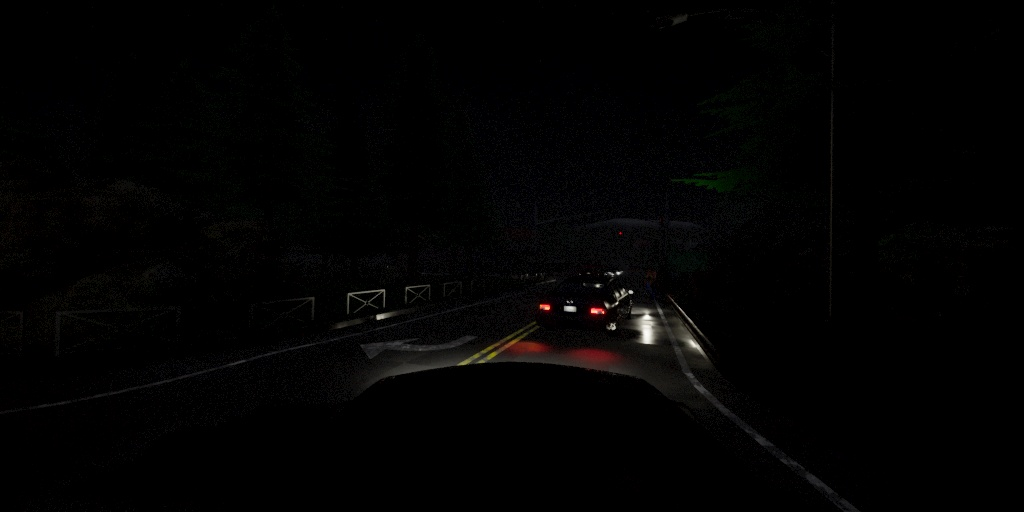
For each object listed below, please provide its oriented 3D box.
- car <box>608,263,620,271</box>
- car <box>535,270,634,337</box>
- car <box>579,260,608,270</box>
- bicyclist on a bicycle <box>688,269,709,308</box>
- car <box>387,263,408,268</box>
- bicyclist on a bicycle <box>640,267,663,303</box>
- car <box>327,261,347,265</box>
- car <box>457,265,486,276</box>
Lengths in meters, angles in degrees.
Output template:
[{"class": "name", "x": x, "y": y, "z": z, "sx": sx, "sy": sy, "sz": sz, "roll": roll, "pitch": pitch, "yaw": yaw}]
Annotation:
[{"class": "car", "x": 15.987, "y": 2.163, "z": 58.798, "sx": 2.033, "sy": 1.411, "sz": 5.357, "roll": 1, "pitch": -1, "yaw": 20}, {"class": "car", "x": 2.313, "y": 1.276, "z": 10.289, "sx": 2.033, "sy": 1.411, "sz": 5.357, "roll": 1, "pitch": -1, "yaw": 24}, {"class": "car", "x": 8.333, "y": 1.423, "z": 37.308, "sx": 2.150, "sy": 2.045, "sz": 5.566, "roll": 0, "pitch": -2, "yaw": 19}, {"class": "bicyclist on a bicycle", "x": 7.888, "y": 1.353, "z": 15.108, "sx": 1.656, "sy": 1.620, "sz": 0.582, "roll": 1, "pitch": -1, "yaw": -34}, {"class": "car", "x": -14.727, "y": 1.622, "z": 48.159, "sx": 4.181, "sy": 1.385, "sz": 1.994, "roll": 1, "pitch": -1, "yaw": 20}, {"class": "bicyclist on a bicycle", "x": 6.444, "y": 1.340, "z": 16.492, "sx": 1.656, "sy": 1.620, "sz": 0.582, "roll": 1, "pitch": -1, "yaw": -31}, {"class": "car", "x": -24.495, "y": 1.469, "z": 51.998, "sx": 5.357, "sy": 1.411, "sz": 2.033, "roll": 1, "pitch": -1, "yaw": 23}, {"class": "car", "x": -5.331, "y": 1.756, "z": 44.752, "sx": 4.181, "sy": 1.385, "sz": 1.994, "roll": 1, "pitch": -1, "yaw": 20}]
